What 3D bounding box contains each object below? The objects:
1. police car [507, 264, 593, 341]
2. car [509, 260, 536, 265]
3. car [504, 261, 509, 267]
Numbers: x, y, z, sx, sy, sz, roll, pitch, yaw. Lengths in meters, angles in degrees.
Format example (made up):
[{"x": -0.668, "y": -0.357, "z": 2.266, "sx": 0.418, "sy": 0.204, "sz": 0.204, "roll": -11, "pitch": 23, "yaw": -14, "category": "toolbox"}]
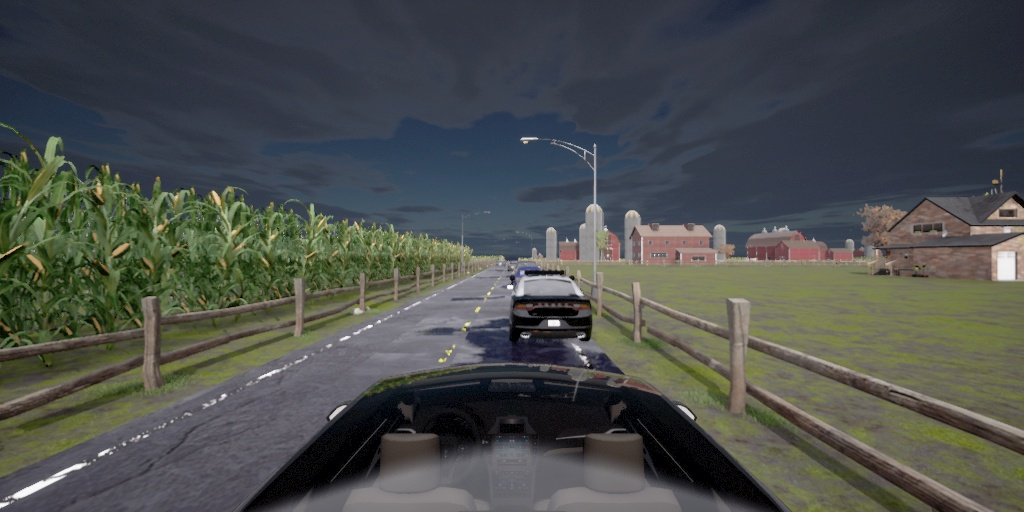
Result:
[{"x": 0.888, "y": 1.189, "z": 10.012, "sx": 1.930, "sy": 1.638, "sz": 5.238, "roll": 0, "pitch": 0, "yaw": 0, "category": "police car"}, {"x": 1.008, "y": 1.142, "z": 25.872, "sx": 2.097, "sy": 1.767, "sz": 4.553, "roll": 0, "pitch": 0, "yaw": 0, "category": "car"}, {"x": 0.386, "y": 1.344, "z": 48.371, "sx": 2.128, "sy": 1.511, "sz": 4.902, "roll": 0, "pitch": 0, "yaw": 1, "category": "car"}]
